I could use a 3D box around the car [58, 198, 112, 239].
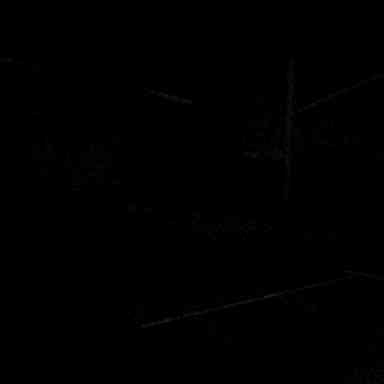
[{"bbox_3d":[-5.724,1.295,17.391,1.905,1.878,3.866,2,0,-36],"label":"car"}]
